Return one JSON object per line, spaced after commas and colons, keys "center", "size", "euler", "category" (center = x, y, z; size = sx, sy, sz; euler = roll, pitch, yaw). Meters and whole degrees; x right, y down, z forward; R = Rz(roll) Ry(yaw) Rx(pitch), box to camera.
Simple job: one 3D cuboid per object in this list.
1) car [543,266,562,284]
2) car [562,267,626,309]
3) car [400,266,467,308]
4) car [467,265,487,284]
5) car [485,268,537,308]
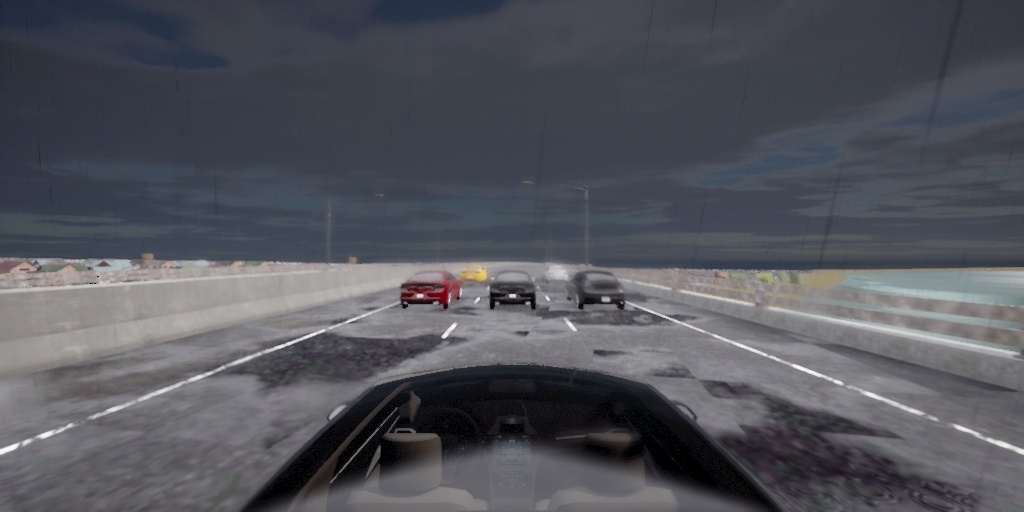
{"center": [3.724, 1.571, 30.774], "size": [1.812, 1.442, 4.674], "euler": [0, 0, 1], "category": "car"}
{"center": [3.549, 1.393, 15.788], "size": [1.837, 1.490, 4.892], "euler": [0, 0, 1], "category": "car"}
{"center": [-3.448, 1.366, 16.026], "size": [1.882, 1.535, 5.008], "euler": [0, 0, 1], "category": "car"}
{"center": [-3.272, 1.526, 30.971], "size": [1.882, 1.535, 5.008], "euler": [0, 0, 1], "category": "car"}
{"center": [0.052, 1.365, 15.997], "size": [1.882, 1.535, 5.008], "euler": [0, 0, 1], "category": "car"}
